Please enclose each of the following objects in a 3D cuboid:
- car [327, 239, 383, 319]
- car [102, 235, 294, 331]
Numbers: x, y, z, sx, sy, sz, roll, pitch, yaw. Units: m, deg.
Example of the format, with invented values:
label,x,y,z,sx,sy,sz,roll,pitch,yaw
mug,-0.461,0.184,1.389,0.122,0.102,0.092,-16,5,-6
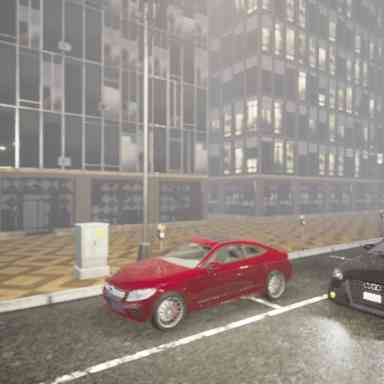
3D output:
label,x,y,z,sx,sy,sz,roll,pitch,yaw
car,4.594,1.549,6.634,4.181,1.385,1.994,0,0,-35
car,0.325,1.574,6.778,4.206,1.307,1.802,0,0,-35
